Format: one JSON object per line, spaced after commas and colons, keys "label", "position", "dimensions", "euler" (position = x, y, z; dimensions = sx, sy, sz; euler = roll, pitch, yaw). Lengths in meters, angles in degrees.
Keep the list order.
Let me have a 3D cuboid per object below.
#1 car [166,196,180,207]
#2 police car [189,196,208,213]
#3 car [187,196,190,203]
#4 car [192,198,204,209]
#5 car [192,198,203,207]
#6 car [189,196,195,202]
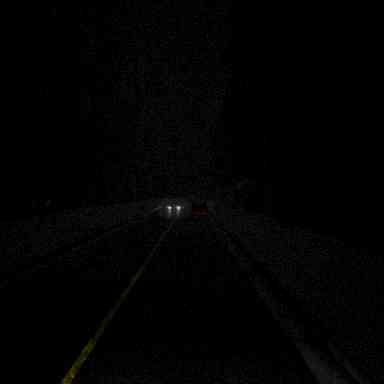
{"label": "car", "position": [-3.047, 1.790, 58.268], "dimensions": [1.812, 1.442, 4.674], "euler": [0, 0, 1]}
{"label": "police car", "position": [0.900, 1.604, 40.735], "dimensions": [1.930, 1.638, 5.238], "euler": [0, 0, 0]}
{"label": "car", "position": [0.001, 1.635, 77.429], "dimensions": [2.097, 1.767, 4.553], "euler": [0, 0, 0]}
{"label": "car", "position": [0.900, 1.682, 50.817], "dimensions": [1.801, 1.575, 5.366], "euler": [0, 0, 0]}
{"label": "car", "position": [0.901, 1.782, 56.626], "dimensions": [1.812, 1.442, 4.674], "euler": [0, 0, 0]}
{"label": "car", "position": [0.001, 1.853, 92.459], "dimensions": [1.882, 1.535, 5.008], "euler": [0, 0, 0]}
